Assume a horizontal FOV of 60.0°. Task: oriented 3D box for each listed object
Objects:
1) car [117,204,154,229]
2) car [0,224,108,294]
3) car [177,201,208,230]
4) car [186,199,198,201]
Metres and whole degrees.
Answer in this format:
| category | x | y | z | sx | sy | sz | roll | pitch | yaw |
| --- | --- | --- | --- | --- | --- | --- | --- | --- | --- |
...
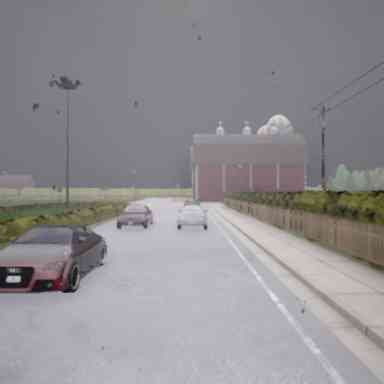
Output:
| category | x | y | z | sx | sy | sz | roll | pitch | yaw |
| --- | --- | --- | --- | --- | --- | --- | --- | --- | --- |
| car | -3.567 | 1.531 | 21.594 | 1.812 | 1.442 | 4.674 | 0 | 0 | 0 |
| car | -3.600 | 1.565 | 8.706 | 1.994 | 1.385 | 4.181 | 0 | 0 | 0 |
| car | 0.049 | 1.530 | 21.270 | 1.812 | 1.442 | 4.674 | 0 | 0 | 1 |
| car | -0.002 | 1.608 | 31.495 | 1.895 | 1.301 | 4.718 | 0 | 0 | 0 |
